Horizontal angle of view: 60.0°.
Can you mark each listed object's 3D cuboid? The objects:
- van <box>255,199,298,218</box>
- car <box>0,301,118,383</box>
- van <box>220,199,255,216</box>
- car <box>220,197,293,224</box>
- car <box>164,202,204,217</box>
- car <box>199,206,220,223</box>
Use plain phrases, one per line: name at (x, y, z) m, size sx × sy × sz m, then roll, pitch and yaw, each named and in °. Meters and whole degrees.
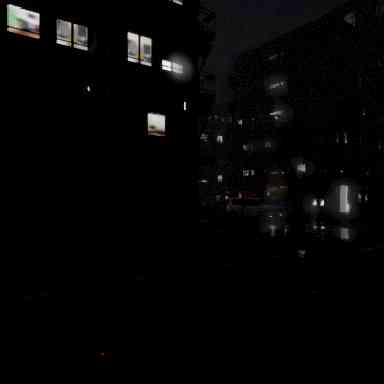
van at (8.469, 1.603, 33.584) m, size 1.690 × 1.788 × 3.998 m, roll -1°, pitch 0°, yaw -36°
car at (-2.816, 1.492, 1.673) m, size 4.902 × 1.511 × 2.128 m, roll 0°, pitch 0°, yaw -36°
van at (5.146, 1.676, 38.094) m, size 1.690 × 1.788 × 3.998 m, roll -1°, pitch 0°, yaw -36°
car at (5.298, 1.472, 28.146) m, size 2.150 × 2.045 × 5.566 m, roll 0°, pitch -1°, yaw -36°
car at (-0.944, 1.866, 36.618) m, size 1.882 × 1.535 × 5.008 m, roll 0°, pitch -1°, yaw -36°
car at (1.738, 1.875, 28.655) m, size 1.802 × 1.307 × 4.206 m, roll -1°, pitch 0°, yaw -36°
